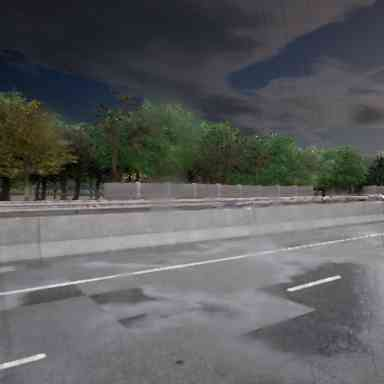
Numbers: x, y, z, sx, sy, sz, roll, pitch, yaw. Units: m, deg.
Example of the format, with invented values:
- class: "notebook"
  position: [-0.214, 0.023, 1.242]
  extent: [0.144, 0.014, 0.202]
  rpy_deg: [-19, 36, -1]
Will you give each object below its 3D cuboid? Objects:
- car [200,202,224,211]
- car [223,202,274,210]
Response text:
- class: "car"
  position: [2.564, 1.524, 27.205]
  extent: [4.181, 1.385, 1.994]
  rpy_deg: [0, 0, -35]
- class: "car"
  position: [4.729, 1.524, 24.448]
  extent: [4.181, 1.385, 1.994]
  rpy_deg: [0, 0, -35]
